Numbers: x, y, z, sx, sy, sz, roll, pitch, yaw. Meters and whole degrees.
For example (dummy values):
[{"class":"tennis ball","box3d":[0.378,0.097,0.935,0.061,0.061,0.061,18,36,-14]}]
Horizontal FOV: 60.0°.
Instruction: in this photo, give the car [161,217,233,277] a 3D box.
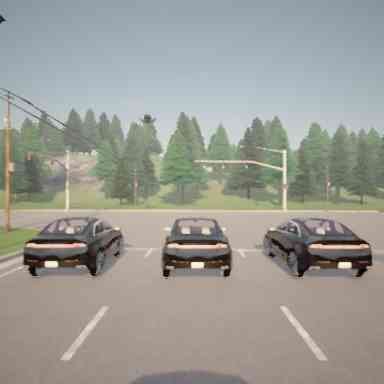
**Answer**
[{"class":"car","box3d":[0.105,1.534,10.336,2.128,1.511,4.902,0,0,-1]}]

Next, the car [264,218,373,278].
[{"class":"car","box3d":[3.591,1.541,10.333,2.128,1.511,4.902,0,0,-1]}]

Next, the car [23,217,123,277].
[{"class":"car","box3d":[-3.416,1.527,10.394,2.128,1.511,4.902,0,0,-1]}]
